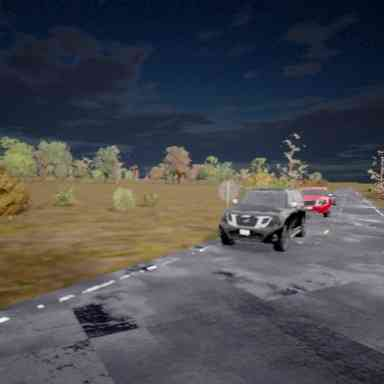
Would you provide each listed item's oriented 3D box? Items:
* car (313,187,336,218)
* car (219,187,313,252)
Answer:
[{"bbox_3d":[9.070,0.663,24.597,2.150,2.045,5.566,2,2,26],"label":"car"},{"bbox_3d":[3.003,0.882,12.957,2.150,2.045,5.566,2,2,28],"label":"car"}]
